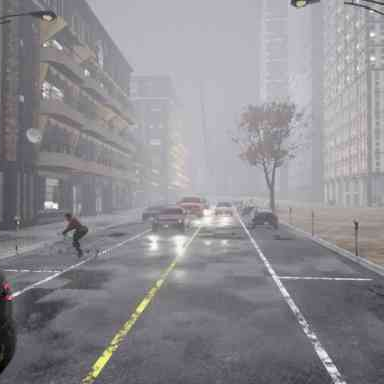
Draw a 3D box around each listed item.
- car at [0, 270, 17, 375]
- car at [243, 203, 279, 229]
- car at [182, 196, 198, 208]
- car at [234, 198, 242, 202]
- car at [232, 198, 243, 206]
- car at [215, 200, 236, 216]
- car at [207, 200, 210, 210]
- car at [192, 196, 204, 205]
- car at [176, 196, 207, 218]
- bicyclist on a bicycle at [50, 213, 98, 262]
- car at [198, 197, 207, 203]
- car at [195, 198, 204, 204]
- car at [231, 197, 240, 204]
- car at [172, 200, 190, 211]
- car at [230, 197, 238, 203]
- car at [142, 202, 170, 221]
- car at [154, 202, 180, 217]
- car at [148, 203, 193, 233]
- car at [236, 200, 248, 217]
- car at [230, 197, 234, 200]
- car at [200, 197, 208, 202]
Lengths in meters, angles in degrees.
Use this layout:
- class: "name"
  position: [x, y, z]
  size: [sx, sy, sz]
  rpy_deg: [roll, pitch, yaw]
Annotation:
- class: "car"
  position: [-2.955, 1.217, 1.143]
  size: [2.150, 2.045, 5.566]
  rpy_deg: [0, 0, 3]
- class: "car"
  position: [4.770, 1.702, 22.504]
  size: [2.008, 1.369, 4.403]
  rpy_deg: [1, 0, 6]
- class: "car"
  position: [-0.338, 1.694, 56.578]
  size: [2.192, 1.841, 5.009]
  rpy_deg: [1, 0, 6]
- class: "car"
  position: [6.939, 1.834, 44.848]
  size: [1.752, 1.417, 4.829]
  rpy_deg: [1, 0, 6]
- class: "car"
  position: [9.075, 2.018, 66.851]
  size: [2.008, 1.369, 4.403]
  rpy_deg: [1, 0, 6]
- class: "car"
  position: [3.483, 1.843, 36.137]
  size: [1.895, 1.301, 4.718]
  rpy_deg: [0, 0, 6]
- class: "car"
  position: [1.422, 1.673, 48.003]
  size: [2.097, 1.767, 4.553]
  rpy_deg: [0, 0, 7]
- class: "car"
  position: [1.275, 1.815, 73.207]
  size: [2.192, 1.841, 5.009]
  rpy_deg: [1, 0, 6]
- class: "car"
  position: [-0.041, 1.435, 32.571]
  size: [2.150, 2.045, 5.566]
  rpy_deg: [0, -1, 7]
- class: "bicyclist on a bicycle"
  position: [-3.915, 1.514, 11.008]
  size: [1.656, 1.620, 0.582]
  rpy_deg: [-1, -1, 5]
- class: "car"
  position: [2.885, 2.187, 89.836]
  size: [1.947, 1.339, 4.313]
  rpy_deg: [1, 0, 6]
- class: "car"
  position: [1.809, 2.085, 78.749]
  size: [1.887, 1.381, 4.507]
  rpy_deg: [1, 0, 6]
- class: "car"
  position: [10.152, 1.988, 77.939]
  size: [1.967, 1.590, 4.097]
  rpy_deg: [1, 0, 6]
- class: "car"
  position: [-1.419, 1.865, 45.489]
  size: [1.947, 1.339, 4.313]
  rpy_deg: [1, 0, 6]
- class: "car"
  position: [11.228, 2.070, 89.027]
  size: [1.967, 1.590, 4.097]
  rpy_deg: [1, 0, 6]
- class: "car"
  position: [-3.033, 1.748, 28.859]
  size: [1.947, 1.339, 4.313]
  rpy_deg: [1, 0, 6]
- class: "car"
  position: [-2.495, 1.772, 34.402]
  size: [2.008, 1.369, 4.403]
  rpy_deg: [1, 0, 6]
- class: "car"
  position: [-1.208, 1.657, 20.911]
  size: [1.812, 1.442, 4.674]
  rpy_deg: [0, 0, 5]
- class: "car"
  position: [5.846, 1.780, 33.591]
  size: [2.008, 1.369, 4.403]
  rpy_deg: [1, 0, 6]
- class: "car"
  position: [4.501, 1.795, 46.732]
  size: [1.882, 1.535, 5.008]
  rpy_deg: [0, 0, 6]
- class: "car"
  position: [3.423, 2.213, 95.380]
  size: [2.008, 1.369, 4.403]
  rpy_deg: [1, 0, 6]
